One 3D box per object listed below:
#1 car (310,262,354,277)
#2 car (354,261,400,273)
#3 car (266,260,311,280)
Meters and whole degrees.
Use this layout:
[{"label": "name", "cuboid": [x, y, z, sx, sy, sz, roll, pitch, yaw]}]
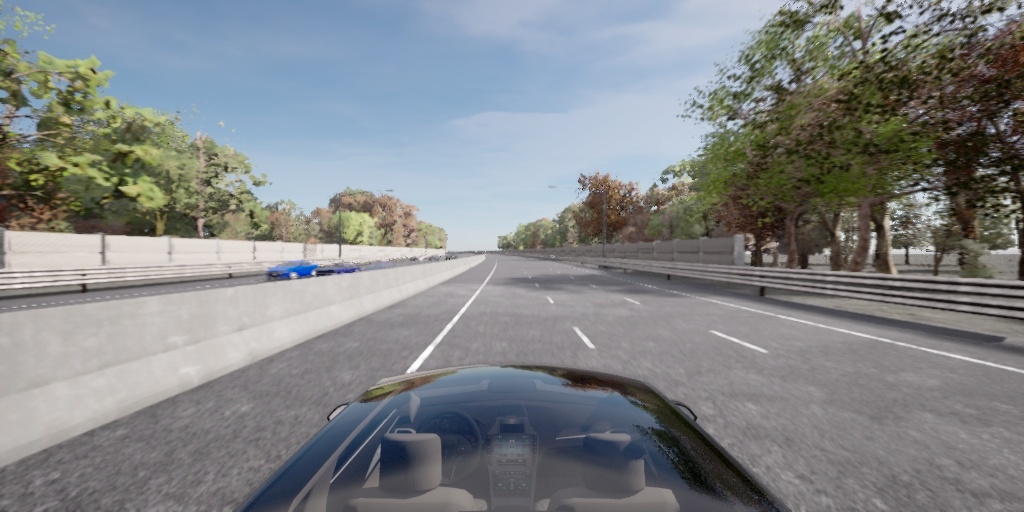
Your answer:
[{"label": "car", "cuboid": [-14.291, 1.201, 29.738, 1.895, 1.301, 4.718, 0, 1, -1]}, {"label": "car", "cuboid": [-10.795, 1.141, 29.915, 2.033, 1.411, 5.357, 0, 1, -1]}, {"label": "car", "cuboid": [-17.787, 1.087, 29.286, 1.882, 1.535, 5.008, 0, 1, -1]}]
